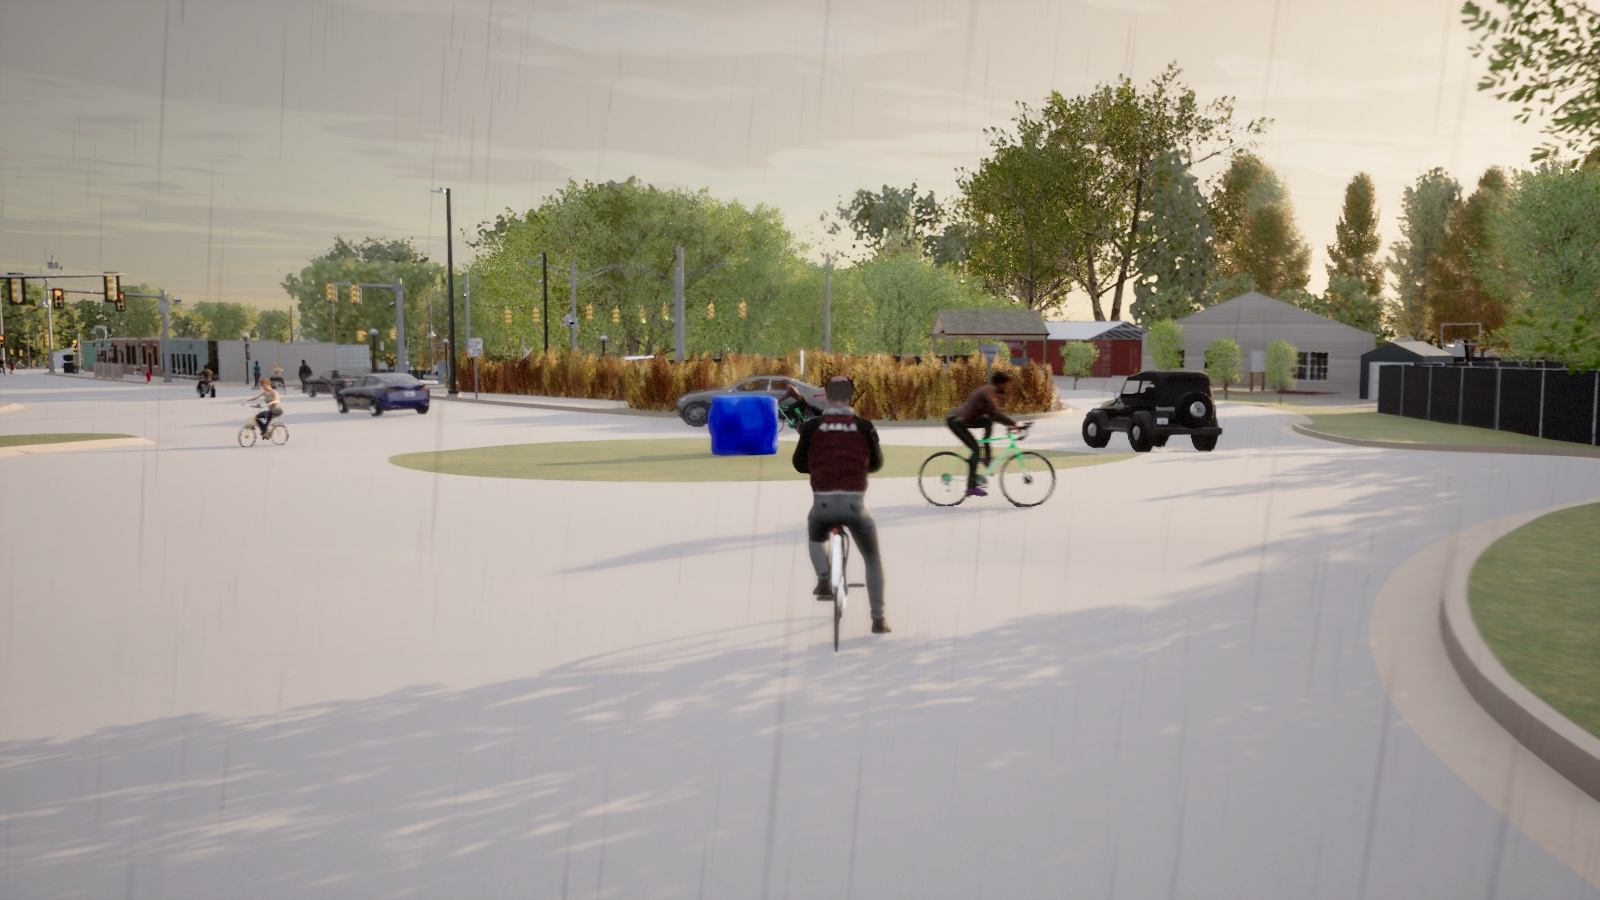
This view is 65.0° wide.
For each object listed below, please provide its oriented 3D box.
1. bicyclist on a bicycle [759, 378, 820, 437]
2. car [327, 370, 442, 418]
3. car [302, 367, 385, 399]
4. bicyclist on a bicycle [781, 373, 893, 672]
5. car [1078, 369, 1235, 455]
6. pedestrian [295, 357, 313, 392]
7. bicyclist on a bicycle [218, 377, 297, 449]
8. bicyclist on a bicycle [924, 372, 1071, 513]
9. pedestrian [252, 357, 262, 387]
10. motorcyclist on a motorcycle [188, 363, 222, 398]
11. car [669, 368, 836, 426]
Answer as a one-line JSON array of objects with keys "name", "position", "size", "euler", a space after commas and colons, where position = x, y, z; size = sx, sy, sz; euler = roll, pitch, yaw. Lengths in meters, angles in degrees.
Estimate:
[{"name": "bicyclist on a bicycle", "position": [-0.308, -1.230, 36.323], "size": [1.656, 1.620, 0.582], "euler": [2, 4, 11]}, {"name": "car", "position": [-14.932, -2.055, 44.973], "size": [2.163, 1.488, 4.792], "euler": [-6, 7, -40]}, {"name": "car", "position": [-20.722, -3.062, 56.879], "size": [1.895, 1.301, 4.718], "euler": [-5, 7, -41]}, {"name": "bicyclist on a bicycle", "position": [0.272, 0.382, 8.421], "size": [0.659, 1.776, 1.843], "euler": [0, 4, 3]}, {"name": "car", "position": [8.317, -0.929, 29.675], "size": [1.905, 1.878, 3.866], "euler": [0, 3, -13]}, {"name": "pedestrian", "position": [-26.398, -4.015, 66.839], "size": [0.726, 1.835, 0.370], "euler": [-4, 7, -39]}, {"name": "bicyclist on a bicycle", "position": [-12.610, -0.883, 29.251], "size": [0.866, 1.612, 1.509], "euler": [3, 5, 23]}, {"name": "bicyclist on a bicycle", "position": [2.304, -0.105, 14.809], "size": [1.656, 1.620, 0.582], "euler": [0, 3, 4]}, {"name": "pedestrian", "position": [-35.476, -5.078, 82.082], "size": [0.396, 1.930, 0.692], "euler": [-4, 7, -34]}, {"name": "motorcyclist on a motorcycle", "position": [-28.522, -3.339, 60.172], "size": [0.766, 1.649, 2.350], "euler": [-5, 5, -41]}, {"name": "car", "position": [-1.476, -1.718, 40.017], "size": [5.027, 1.651, 2.152], "euler": [2, 5, 6]}]
